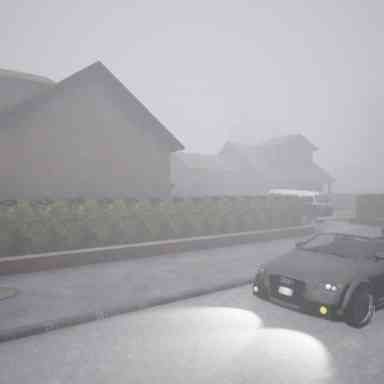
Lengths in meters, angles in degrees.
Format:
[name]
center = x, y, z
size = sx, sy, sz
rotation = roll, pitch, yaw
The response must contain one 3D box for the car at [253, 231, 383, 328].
[car]
center = 3.246, 1.549, 6.995
size = 4.181, 1.385, 1.994
rotation = 0, 0, -36
